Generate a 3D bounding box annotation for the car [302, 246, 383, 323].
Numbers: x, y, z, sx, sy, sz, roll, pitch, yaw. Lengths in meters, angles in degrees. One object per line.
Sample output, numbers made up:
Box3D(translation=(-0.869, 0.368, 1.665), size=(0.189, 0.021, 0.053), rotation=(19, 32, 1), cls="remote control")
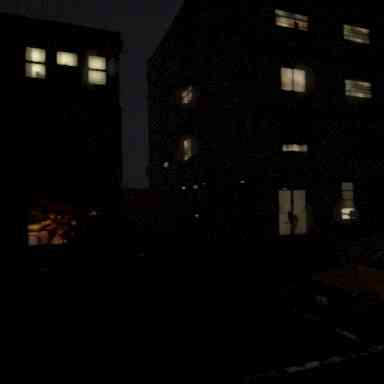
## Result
Box3D(translation=(4.631, 1.677, 7.015), size=(4.829, 1.417, 1.752), rotation=(0, -2, -21), cls="car")
